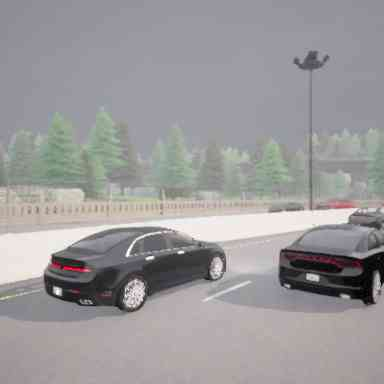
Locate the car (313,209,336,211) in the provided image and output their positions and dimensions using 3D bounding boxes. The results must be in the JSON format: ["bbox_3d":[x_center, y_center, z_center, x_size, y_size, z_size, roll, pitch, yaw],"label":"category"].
[{"bbox_3d":[16.397,1.639,38.184,5.566,2.045,2.150,1,-1,-33],"label":"car"}]

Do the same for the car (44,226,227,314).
[{"bbox_3d":[-0.966,1.574,7.971,1.837,1.490,4.892,0,-1,37],"label":"car"}]

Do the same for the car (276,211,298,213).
[{"bbox_3d":[11.096,1.906,38.770,4.892,1.490,1.837,1,-1,-34],"label":"car"}]

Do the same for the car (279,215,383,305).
[{"bbox_3d":[3.993,1.573,8.528,1.882,1.535,5.008,0,-1,40],"label":"car"}]

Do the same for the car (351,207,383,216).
[{"bbox_3d":[11.773,1.736,21.334,4.902,1.511,2.128,1,-1,-41],"label":"car"}]
